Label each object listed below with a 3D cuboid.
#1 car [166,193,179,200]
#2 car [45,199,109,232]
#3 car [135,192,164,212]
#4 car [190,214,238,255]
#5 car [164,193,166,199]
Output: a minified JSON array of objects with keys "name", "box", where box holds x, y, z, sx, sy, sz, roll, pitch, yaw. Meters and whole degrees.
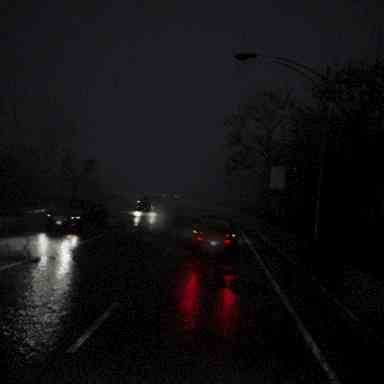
[{"name":"car","box":[-4.868,1.370,91.768,2.128,1.511,4.902,5,0,-19]},{"name":"car","box":[-5.868,1.150,17.579,2.128,1.511,4.902,4,0,4]},{"name":"car","box":[-4.693,1.160,36.139,2.097,1.767,4.553,4,0,2]},{"name":"car","box":[1.000,1.707,14.461,1.812,1.442,4.674,4,0,5]},{"name":"car","box":[-8.524,1.080,91.731,2.128,1.511,4.902,5,0,-19]}]
